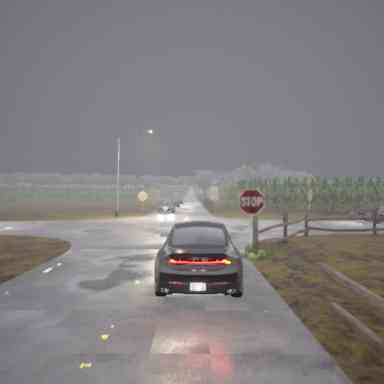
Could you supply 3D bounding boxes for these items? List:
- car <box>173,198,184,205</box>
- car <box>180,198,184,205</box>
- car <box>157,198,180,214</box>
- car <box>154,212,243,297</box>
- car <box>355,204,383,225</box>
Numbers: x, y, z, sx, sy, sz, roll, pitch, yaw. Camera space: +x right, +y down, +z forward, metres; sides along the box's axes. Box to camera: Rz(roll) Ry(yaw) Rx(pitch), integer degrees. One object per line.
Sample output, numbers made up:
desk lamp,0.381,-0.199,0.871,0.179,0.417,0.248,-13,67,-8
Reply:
car,-2.660,1.875,65.853,1.895,1.301,4.718,0,0,1
car,-2.742,1.711,51.037,2.033,1.411,5.357,0,0,0
car,-2.780,1.567,37.107,2.128,1.511,4.902,0,0,0
car,0.186,1.490,8.520,1.837,1.490,4.892,0,0,2
car,13.753,1.491,23.189,4.181,1.385,1.994,0,2,0
